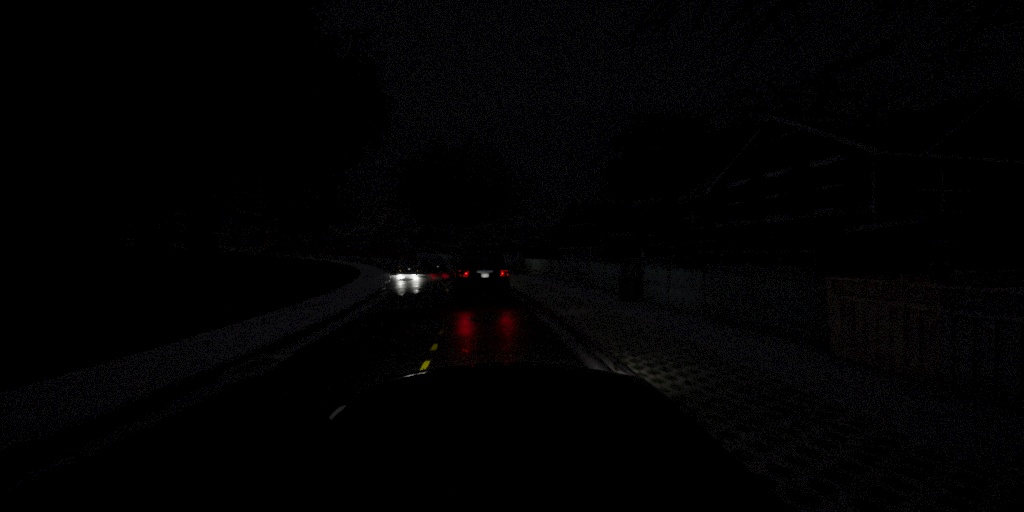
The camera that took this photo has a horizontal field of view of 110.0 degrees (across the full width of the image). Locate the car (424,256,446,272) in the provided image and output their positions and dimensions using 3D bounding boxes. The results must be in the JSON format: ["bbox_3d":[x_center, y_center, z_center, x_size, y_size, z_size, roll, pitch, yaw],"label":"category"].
[{"bbox_3d":[-7.996,0.756,35.975,2.128,1.511,4.902,0,1,-24],"label":"car"}]

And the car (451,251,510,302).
[{"bbox_3d":[-1.518,0.801,16.252,2.150,2.045,5.566,0,1,-11],"label":"car"}]

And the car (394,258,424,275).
[{"bbox_3d":[-9.432,0.886,32.042,1.994,1.385,4.181,0,1,-23],"label":"car"}]
